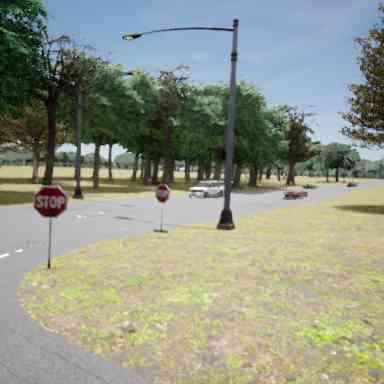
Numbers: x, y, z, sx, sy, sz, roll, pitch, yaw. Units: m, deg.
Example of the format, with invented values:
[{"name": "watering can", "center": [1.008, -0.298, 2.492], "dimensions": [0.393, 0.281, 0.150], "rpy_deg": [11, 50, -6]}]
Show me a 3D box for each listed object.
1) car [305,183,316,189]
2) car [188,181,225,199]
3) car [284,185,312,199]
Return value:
[{"name": "car", "center": [25.366, -1.214, 72.135], "dimensions": [1.895, 1.301, 4.718], "rpy_deg": [5, 5, 35]}, {"name": "car", "center": [1.766, -0.260, 39.023], "dimensions": [2.150, 2.045, 5.566], "rpy_deg": [5, 6, 35]}, {"name": "car", "center": [13.846, 0.171, 43.972], "dimensions": [1.895, 1.301, 4.718], "rpy_deg": [5, 4, 35]}]
